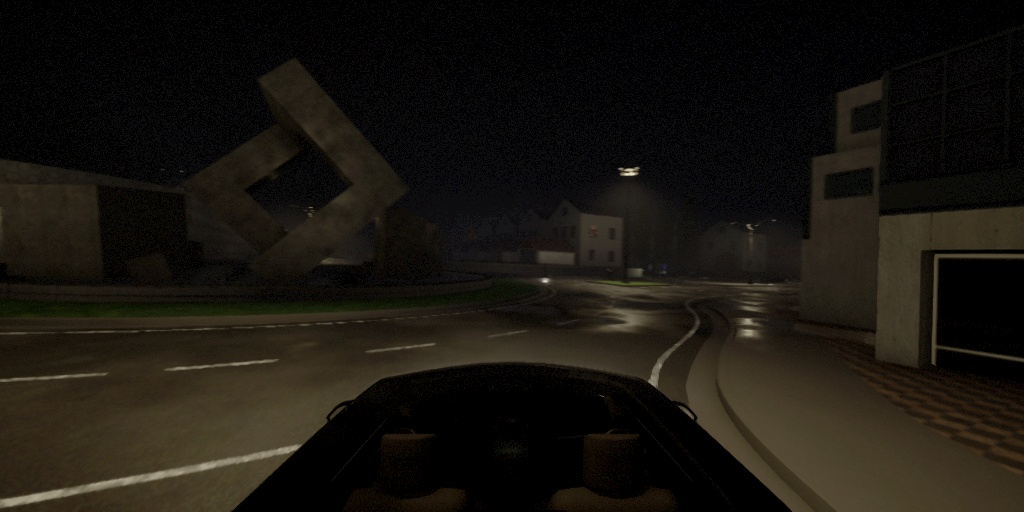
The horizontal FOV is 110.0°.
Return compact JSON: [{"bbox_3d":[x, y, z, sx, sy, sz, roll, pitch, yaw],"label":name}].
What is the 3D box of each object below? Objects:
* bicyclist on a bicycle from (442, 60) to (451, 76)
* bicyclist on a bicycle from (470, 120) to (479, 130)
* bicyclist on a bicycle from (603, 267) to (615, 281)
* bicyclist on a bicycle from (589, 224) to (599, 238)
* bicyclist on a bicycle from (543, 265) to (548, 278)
[{"bbox_3d":[-8.150,-23.598,44.854,1.656,0.582,1.620,39,-31,10],"label":"bicyclist on a bicycle"},{"bbox_3d":[-5.493,-19.379,53.201,1.620,1.656,0.582,19,-5,31],"label":"bicyclist on a bicycle"},{"bbox_3d":[10.585,2.028,39.359,0.582,1.620,1.656,3,-10,-33],"label":"bicyclist on a bicycle"},{"bbox_3d":[9.506,-2.881,41.335,1.656,1.620,0.582,-15,5,-32],"label":"bicyclist on a bicycle"},{"bbox_3d":[4.144,1.892,44.428,0.582,1.620,1.656,2,0,17],"label":"bicyclist on a bicycle"}]
